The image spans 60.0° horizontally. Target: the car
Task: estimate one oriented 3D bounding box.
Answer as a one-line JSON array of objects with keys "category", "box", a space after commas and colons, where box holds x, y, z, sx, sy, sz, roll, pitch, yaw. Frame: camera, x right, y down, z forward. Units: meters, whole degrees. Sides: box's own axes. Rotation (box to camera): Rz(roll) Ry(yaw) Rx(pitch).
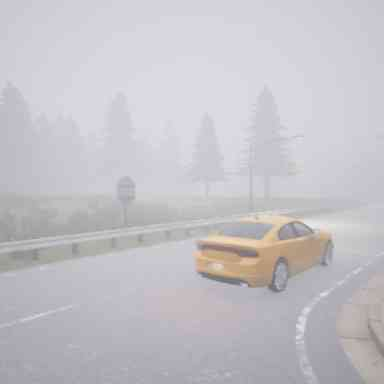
[{"category": "car", "box": [2.133, 1.380, 8.820, 1.882, 1.535, 5.008, 0, 1, 41]}]
